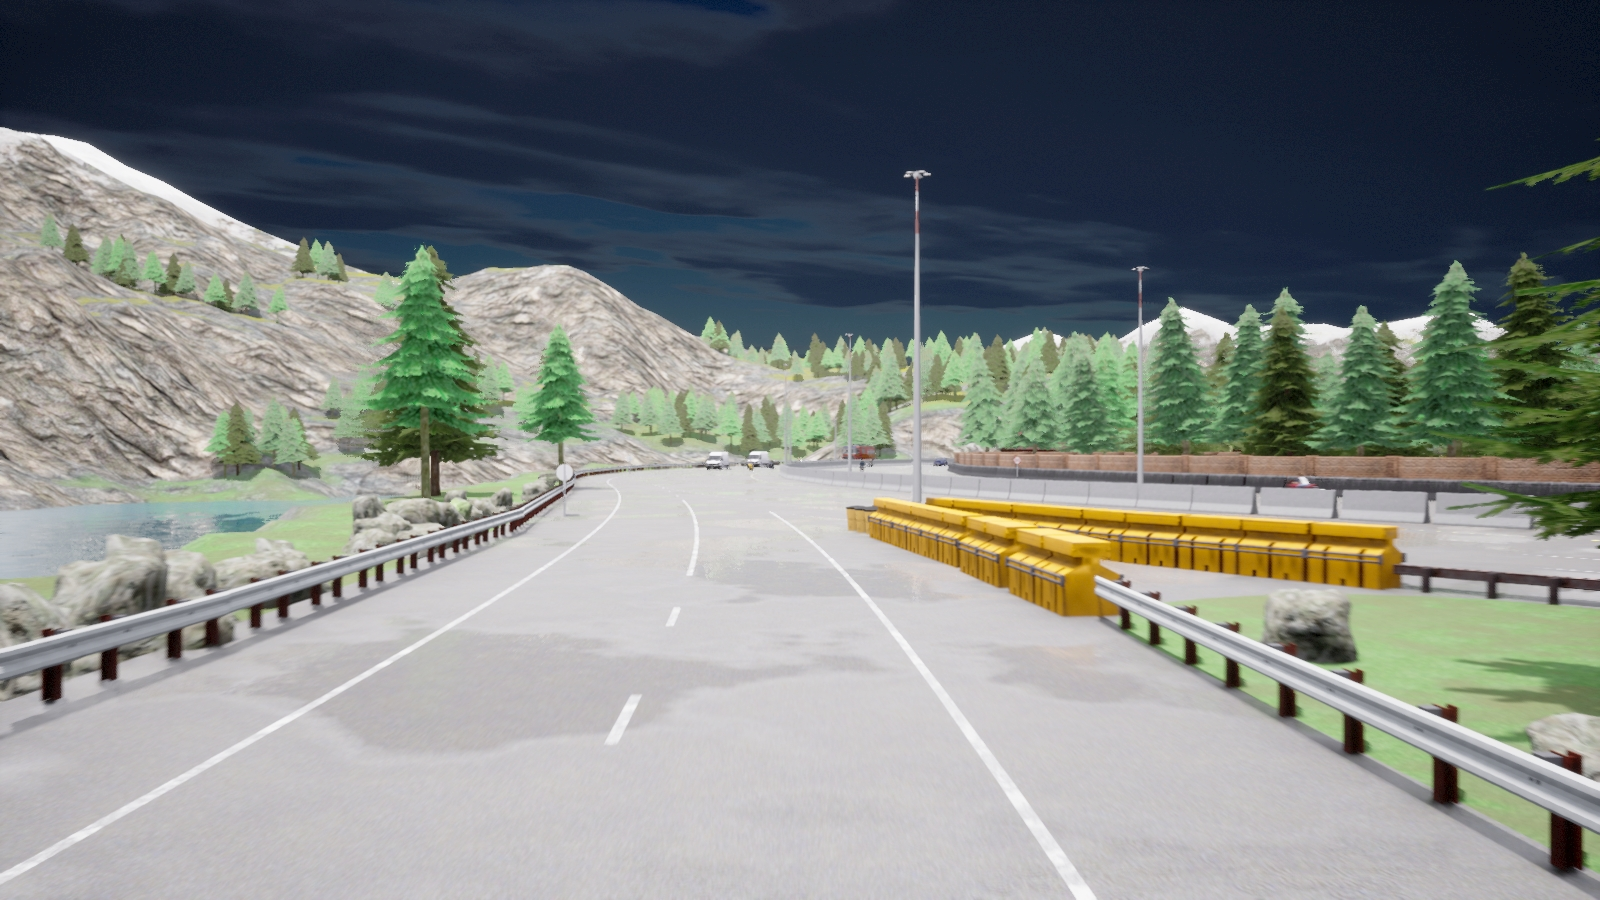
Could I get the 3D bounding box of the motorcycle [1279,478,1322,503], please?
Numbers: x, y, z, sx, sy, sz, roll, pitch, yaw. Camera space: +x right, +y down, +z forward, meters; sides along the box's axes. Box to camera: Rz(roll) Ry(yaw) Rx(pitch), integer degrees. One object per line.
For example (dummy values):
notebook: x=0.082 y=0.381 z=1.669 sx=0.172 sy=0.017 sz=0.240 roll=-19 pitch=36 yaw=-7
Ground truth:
motorcycle: x=26.959 y=2.170 z=61.552 sx=0.803 sy=1.217 sz=2.033 roll=2 pitch=-1 yaw=-27
